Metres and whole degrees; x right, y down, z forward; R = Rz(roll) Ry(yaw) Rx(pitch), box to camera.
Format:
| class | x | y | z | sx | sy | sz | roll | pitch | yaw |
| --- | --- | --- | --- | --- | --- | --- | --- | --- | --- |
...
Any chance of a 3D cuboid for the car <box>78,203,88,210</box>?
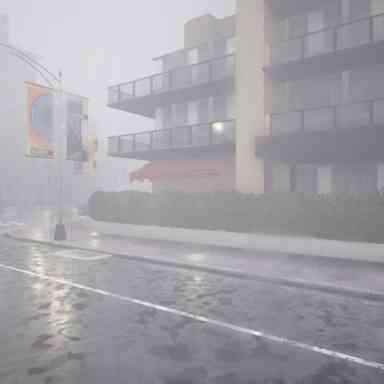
| class | x | y | z | sx | sy | sz | roll | pitch | yaw |
| --- | --- | --- | --- | --- | --- | --- | --- | --- | --- |
| car | -10.380 | 1.601 | 37.640 | 1.895 | 1.301 | 4.718 | 0 | 0 | 35 |
